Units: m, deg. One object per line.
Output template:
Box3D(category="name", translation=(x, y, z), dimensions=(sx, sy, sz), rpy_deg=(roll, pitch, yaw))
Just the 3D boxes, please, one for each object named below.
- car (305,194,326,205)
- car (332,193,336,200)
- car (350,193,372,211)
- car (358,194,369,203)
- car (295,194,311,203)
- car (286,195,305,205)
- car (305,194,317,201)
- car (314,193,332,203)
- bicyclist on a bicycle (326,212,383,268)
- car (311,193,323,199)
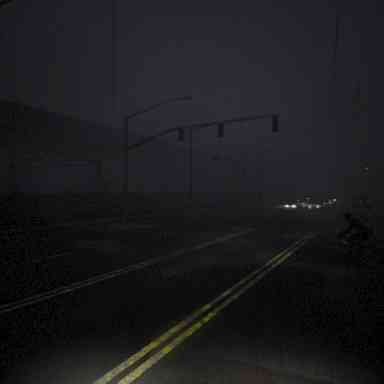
Box3D(category="car", translation=(20.926, 1.431, 56.281), dimensions=(1.994, 1.385, 4.181), rpy_deg=(0, 1, 29))
Box3D(category="car", translation=(29.775, 1.206, 72.878), dimensions=(1.895, 1.301, 4.718), rpy_deg=(0, 1, 28))
Box3D(category="car", translation=(20.548, 1.190, 40.389), dimensions=(2.150, 2.045, 5.566), rpy_deg=(0, 0, 28))
Box3D(category="car", translation=(32.678, 1.251, 63.265), dimensions=(1.812, 1.442, 4.674), rpy_deg=(0, 1, 28))
Box3D(category="car", translation=(21.982, 1.257, 65.678), dimensions=(2.128, 1.511, 4.902), rpy_deg=(0, 1, 28))
Box3D(category="car", translation=(17.543, 1.369, 57.374), dimensions=(2.128, 1.511, 4.902), rpy_deg=(0, 1, 28))
Box3D(category="car", translation=(26.550, 1.168, 74.269), dimensions=(1.994, 1.385, 4.181), rpy_deg=(0, 1, 28))
Box3D(category="car", translation=(25.278, 1.305, 64.421), dimensions=(2.033, 1.411, 5.357), rpy_deg=(0, 1, 28))
Box3D(category="bicyclist on a bicycle", translation=(4.910, 1.453, 10.108), dimensions=(1.656, 1.620, 0.582), rpy_deg=(-1, 0, 35))
Box3D(category="car", translation=(31.533, 0.948, 83.645), dimensions=(2.033, 1.411, 5.357), rpy_deg=(0, 1, 28))
